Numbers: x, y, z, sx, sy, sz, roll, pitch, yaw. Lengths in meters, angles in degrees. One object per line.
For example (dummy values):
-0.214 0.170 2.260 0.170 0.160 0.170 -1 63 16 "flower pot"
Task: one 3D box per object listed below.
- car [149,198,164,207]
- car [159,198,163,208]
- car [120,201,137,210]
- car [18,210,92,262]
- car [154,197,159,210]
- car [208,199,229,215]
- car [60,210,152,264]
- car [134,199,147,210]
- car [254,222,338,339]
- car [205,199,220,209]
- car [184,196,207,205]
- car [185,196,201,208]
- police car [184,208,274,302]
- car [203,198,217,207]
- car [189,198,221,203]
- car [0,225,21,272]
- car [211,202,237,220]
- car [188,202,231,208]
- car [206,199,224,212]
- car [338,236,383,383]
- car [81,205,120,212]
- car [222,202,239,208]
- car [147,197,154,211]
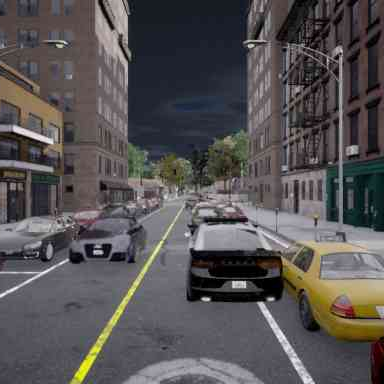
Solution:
-5.340 1.600 50.627 1.802 1.307 4.206 0 0 0 "car"
-5.345 1.454 45.108 1.967 1.590 4.097 0 0 0 "car"
-5.366 1.567 23.033 1.947 1.339 4.313 0 0 0 "car"
-5.376 1.551 11.995 2.008 1.369 4.403 0 0 0 "car"
-5.351 1.535 39.419 1.752 1.417 4.829 0 0 0 "car"
2.670 1.531 34.236 1.752 1.417 4.829 0 0 0 "car"
-2.739 1.564 11.684 1.994 1.385 4.181 0 0 0 "car"
-5.360 1.553 28.551 2.008 1.369 4.403 0 0 0 "car"
2.640 1.525 6.643 1.752 1.417 4.829 0 0 0 "car"
2.680 1.596 45.102 1.802 1.307 4.206 0 0 0 "car"
0.685 1.502 59.502 1.882 1.535 5.008 0 0 27 "car"
0.061 1.507 46.231 2.128 1.511 4.902 0 0 1 "car"
0.833 1.425 8.435 1.930 1.638 5.238 0 0 0 "police car"
2.685 1.585 50.621 1.947 1.339 4.313 0 0 0 "car"
0.848 1.457 24.515 1.801 1.575 5.366 0 0 0 "car"
-5.381 1.582 6.476 1.802 1.307 4.206 0 0 0 "car"
2.664 1.584 28.547 1.802 1.307 4.206 0 0 0 "car"
0.842 1.526 18.325 1.812 1.442 4.674 0 0 0 "car"
2.675 1.554 39.584 1.887 1.381 4.507 0 0 0 "car"
2.639 1.315 0.956 2.192 1.841 5.009 0 0 0 "car"
-5.371 1.545 17.514 1.887 1.381 4.507 0 0 0 "car"
2.660 1.583 23.029 1.802 1.307 4.206 0 0 0 "car"
-5.356 1.446 34.070 1.967 1.590 4.097 0 0 0 "car"
